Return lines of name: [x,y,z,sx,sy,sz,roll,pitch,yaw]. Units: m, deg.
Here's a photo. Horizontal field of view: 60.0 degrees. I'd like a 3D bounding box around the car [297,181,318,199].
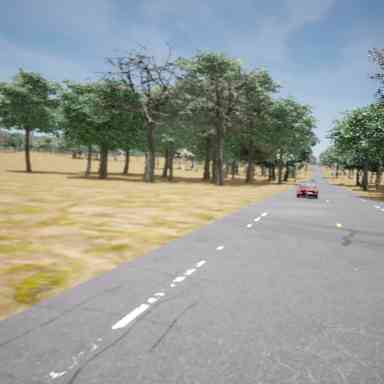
car: [11.234,-0.089,32.244,1.895,1.301,4.718,4,4,20]
